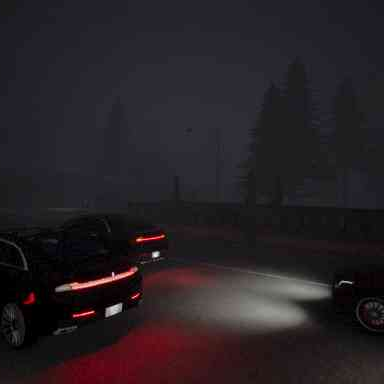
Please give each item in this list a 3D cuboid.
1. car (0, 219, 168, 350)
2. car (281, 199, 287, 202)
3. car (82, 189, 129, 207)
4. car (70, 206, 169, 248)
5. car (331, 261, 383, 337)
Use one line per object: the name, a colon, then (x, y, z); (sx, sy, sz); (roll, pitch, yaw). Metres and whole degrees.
car: (-3.069, 1.413, 6.140); (4.902, 1.511, 2.128); (1, 1, 36)
car: (18.525, 0.983, 62.556); (2.097, 1.767, 4.553); (1, 1, 37)
car: (-9.589, 0.689, 37.450); (2.150, 2.045, 5.566); (1, 1, 38)
car: (-2.925, 1.386, 10.348); (4.892, 1.490, 1.837); (1, 1, 36)
car: (4.614, 1.525, 4.994); (4.674, 1.442, 1.812); (0, 0, 36)
